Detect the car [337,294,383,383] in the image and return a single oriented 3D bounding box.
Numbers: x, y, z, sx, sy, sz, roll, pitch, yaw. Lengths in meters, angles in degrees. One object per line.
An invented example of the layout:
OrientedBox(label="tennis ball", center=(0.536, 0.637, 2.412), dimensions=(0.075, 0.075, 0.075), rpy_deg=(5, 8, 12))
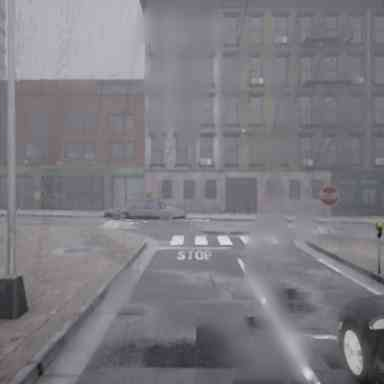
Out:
OrientedBox(label="car", center=(2.665, 1.516, 2.525), dimensions=(2.008, 1.369, 4.403), rpy_deg=(0, 1, 1))

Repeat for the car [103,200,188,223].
OrientedBox(label="car", center=(-2.960, 1.236, 21.711), dimensions=(5.357, 1.411, 2.033), rpy_deg=(1, 0, 1))
